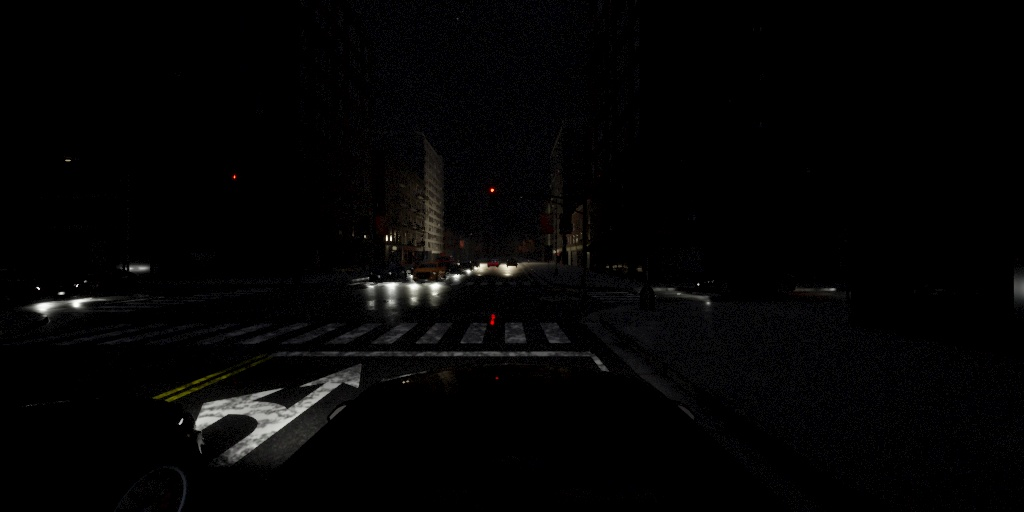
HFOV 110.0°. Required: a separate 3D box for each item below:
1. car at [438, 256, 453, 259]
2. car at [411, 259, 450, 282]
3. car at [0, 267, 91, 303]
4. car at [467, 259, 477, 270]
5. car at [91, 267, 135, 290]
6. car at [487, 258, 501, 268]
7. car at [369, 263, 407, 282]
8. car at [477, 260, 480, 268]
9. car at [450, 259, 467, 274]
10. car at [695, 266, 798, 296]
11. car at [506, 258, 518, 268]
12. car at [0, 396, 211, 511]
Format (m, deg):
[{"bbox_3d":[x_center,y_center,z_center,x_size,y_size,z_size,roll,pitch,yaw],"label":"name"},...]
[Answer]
[{"bbox_3d":[-9.859,0.966,52.933,2.150,2.045,5.566,0,0,0],"label":"car"},{"bbox_3d":[-6.608,1.227,29.113,1.882,1.535,5.008,0,0,0],"label":"car"},{"bbox_3d":[-22.901,1.291,16.125,5.357,1.411,2.033,0,0,0],"label":"car"},{"bbox_3d":[-6.607,1.308,51.583,1.994,1.385,4.181,0,0,0],"label":"car"},{"bbox_3d":[-25.380,1.330,21.622,4.313,1.339,1.948,0,0,0],"label":"car"},{"bbox_3d":[-3.268,1.341,62.641,1.895,1.301,4.718,0,0,0],"label":"car"},{"bbox_3d":[-9.857,1.275,28.921,1.812,1.442,4.674,0,0,0],"label":"car"},{"bbox_3d":[-6.573,1.287,62.066,2.033,1.411,5.357,0,0,0],"label":"car"},{"bbox_3d":[-6.611,1.311,40.124,1.994,1.385,4.181,0,0,0],"label":"car"},{"bbox_3d":[12.452,1.294,19.242,4.892,1.490,1.837,0,0,2],"label":"car"},{"bbox_3d":[-0.018,1.245,62.195,1.837,1.490,4.892,0,0,0],"label":"car"},{"bbox_3d":[-3.244,1.276,0.782,1.812,1.442,4.674,0,0,0],"label":"car"}]
